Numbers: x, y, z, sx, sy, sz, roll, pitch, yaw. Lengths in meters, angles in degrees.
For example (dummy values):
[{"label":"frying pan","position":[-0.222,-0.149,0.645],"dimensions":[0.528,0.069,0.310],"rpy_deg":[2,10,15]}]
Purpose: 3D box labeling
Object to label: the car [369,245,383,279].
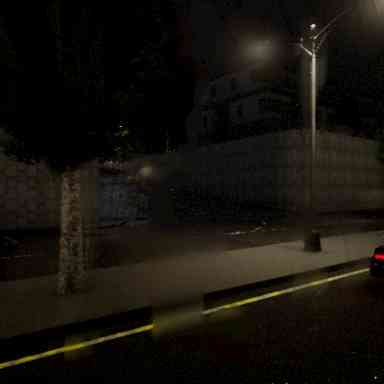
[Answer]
[{"label":"car","position":[6.689,1.554,8.565],"dimensions":[5.357,1.411,2.033],"rpy_deg":[0,0,-35]}]
